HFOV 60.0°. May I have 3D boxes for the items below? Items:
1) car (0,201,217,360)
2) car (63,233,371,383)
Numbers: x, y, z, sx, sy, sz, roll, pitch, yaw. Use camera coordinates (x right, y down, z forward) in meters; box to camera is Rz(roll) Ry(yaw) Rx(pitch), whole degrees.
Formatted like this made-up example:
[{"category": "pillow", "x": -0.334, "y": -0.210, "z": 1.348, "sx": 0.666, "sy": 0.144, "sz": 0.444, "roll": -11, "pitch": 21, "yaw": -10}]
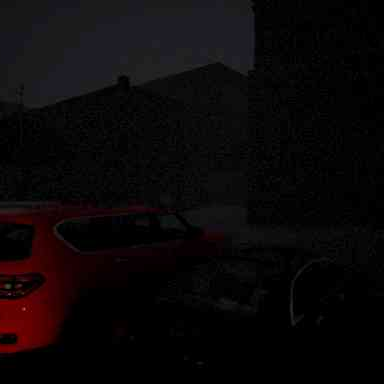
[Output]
[{"category": "car", "x": -1.233, "y": 1.236, "z": 6.273, "sx": 2.435, "sy": 2.045, "sz": 5.566, "roll": 0, "pitch": 0, "yaw": 36}, {"category": "car", "x": 1.106, "y": 1.485, "z": 4.557, "sx": 2.231, "sy": 1.521, "sz": 4.892, "roll": 0, "pitch": 0, "yaw": 36}]
